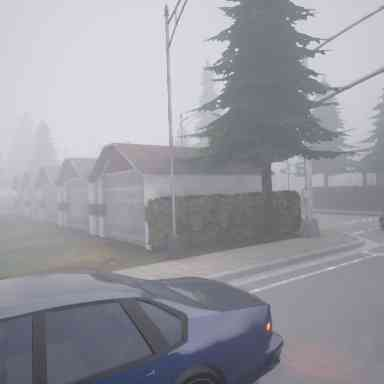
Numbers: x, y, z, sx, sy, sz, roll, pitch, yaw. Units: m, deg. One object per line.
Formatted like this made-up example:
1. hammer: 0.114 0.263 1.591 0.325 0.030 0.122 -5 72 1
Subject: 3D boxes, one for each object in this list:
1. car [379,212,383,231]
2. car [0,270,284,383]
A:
1. car: 10.164 1.158 14.163 1.994 1.385 4.181 -3 1 -13
2. car: -1.575 1.536 2.846 5.357 1.411 2.033 -2 1 -34
